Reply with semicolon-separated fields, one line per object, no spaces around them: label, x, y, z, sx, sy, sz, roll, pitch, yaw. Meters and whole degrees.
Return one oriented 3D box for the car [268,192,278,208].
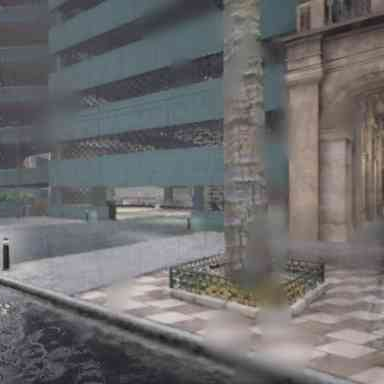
car;5.103;0.994;22.101;5.566;2.045;2.435;0;0;35
